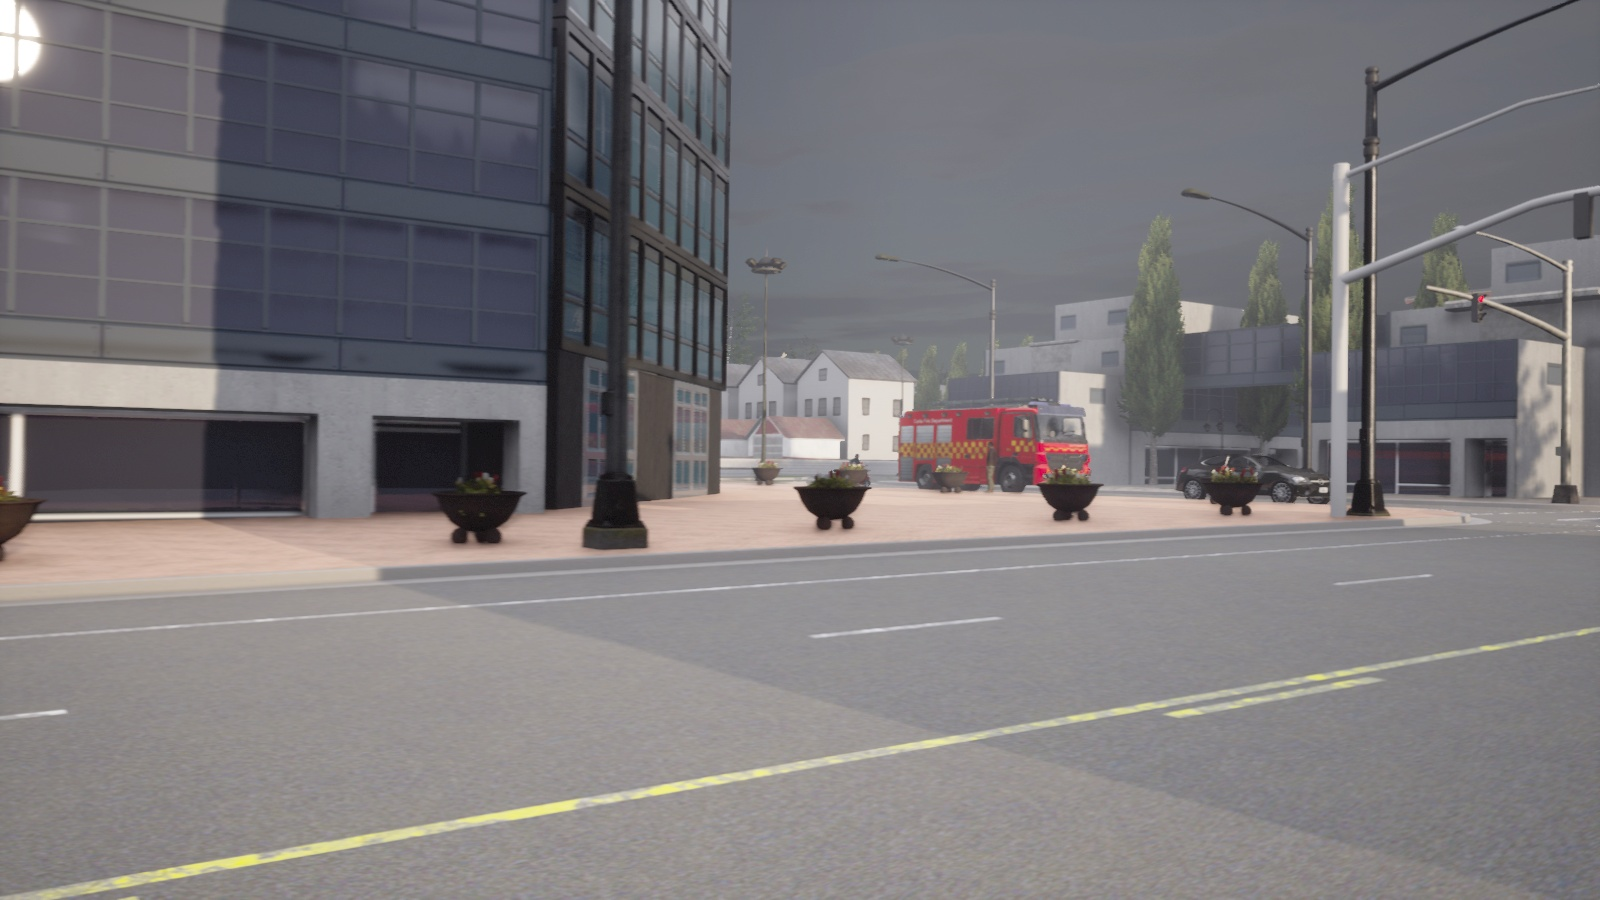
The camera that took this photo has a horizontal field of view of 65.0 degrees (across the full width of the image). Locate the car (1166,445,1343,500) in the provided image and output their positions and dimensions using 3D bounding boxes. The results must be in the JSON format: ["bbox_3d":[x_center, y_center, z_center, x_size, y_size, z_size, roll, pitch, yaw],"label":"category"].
[{"bbox_3d":[14.529,0.711,40.406,2.152,1.651,5.027,1,-1,-34],"label":"car"}]

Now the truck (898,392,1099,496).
[{"bbox_3d":[7.739,-0.192,50.350,2.891,3.827,8.468,1,-1,-34],"label":"truck"}]

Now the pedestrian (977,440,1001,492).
[{"bbox_3d":[6.715,0.566,44.673,0.703,1.840,0.431,0,-1,32],"label":"pedestrian"}]
